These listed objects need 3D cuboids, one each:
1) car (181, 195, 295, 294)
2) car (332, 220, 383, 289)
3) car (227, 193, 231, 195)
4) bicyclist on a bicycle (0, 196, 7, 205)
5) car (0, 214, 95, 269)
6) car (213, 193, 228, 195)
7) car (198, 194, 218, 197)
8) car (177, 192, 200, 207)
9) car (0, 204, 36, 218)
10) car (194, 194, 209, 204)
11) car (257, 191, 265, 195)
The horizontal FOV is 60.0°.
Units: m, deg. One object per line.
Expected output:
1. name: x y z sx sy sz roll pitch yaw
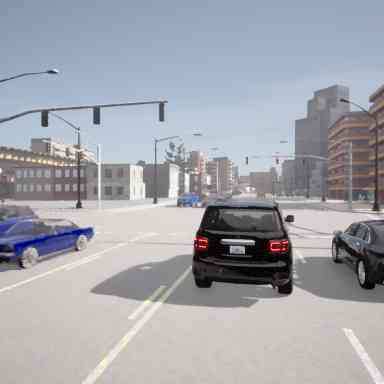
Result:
1. car: 1.566 1.221 9.093 2.150 2.045 5.566 0 0 15
2. car: 5.127 1.505 8.962 1.837 1.490 4.892 0 0 11
3. car: 7.283 1.002 69.182 1.837 1.490 4.892 0 1 12
4. bicyclist on a bicycle: -23.709 1.303 41.577 0.582 1.620 1.656 0 0 10
5. car: -5.285 1.601 11.391 1.895 1.301 4.718 0 0 12
6. car: 4.444 1.340 55.709 1.895 1.301 4.718 0 1 12
7. car: 2.473 1.381 46.110 1.837 1.490 4.892 0 1 12
8. car: -0.601 1.079 48.525 2.150 2.045 5.566 0 1 12
9. car: -8.349 1.352 13.820 2.097 1.767 4.553 0 0 12
10. car: 1.768 1.177 60.050 1.837 1.490 4.892 0 2 12
11. car: 17.686 0.559 85.148 2.097 1.767 4.553 0 1 12
